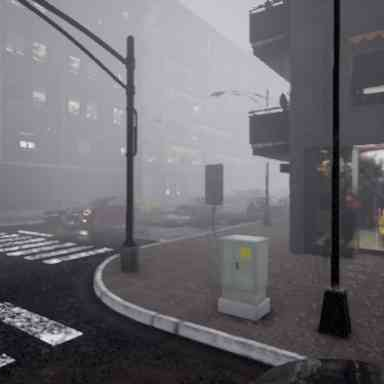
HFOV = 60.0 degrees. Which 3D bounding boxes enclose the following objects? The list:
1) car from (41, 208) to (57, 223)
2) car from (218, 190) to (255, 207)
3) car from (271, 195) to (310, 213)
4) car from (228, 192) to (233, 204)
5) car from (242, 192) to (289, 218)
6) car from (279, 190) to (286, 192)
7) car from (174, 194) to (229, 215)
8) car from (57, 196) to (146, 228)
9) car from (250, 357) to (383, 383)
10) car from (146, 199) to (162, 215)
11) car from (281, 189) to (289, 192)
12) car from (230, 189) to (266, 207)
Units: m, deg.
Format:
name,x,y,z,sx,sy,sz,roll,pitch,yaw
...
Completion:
name,x,y,z,sx,sy,sz,roll,pitch,yaw
car,-7.404,1.247,21.369,2.008,1.369,4.403,1,2,35
car,5.369,0.703,39.608,2.192,1.841,5.009,1,2,35
car,9.021,1.062,30.220,2.008,1.369,4.403,1,2,35
car,2.175,1.009,35.052,1.887,1.381,4.507,1,2,35
car,5.829,1.029,25.656,1.967,1.590,4.097,1,2,35
car,11.655,0.762,48.595,1.752,1.417,4.829,1,2,35
car,0.757,1.111,28.521,2.033,1.411,5.357,0,1,35
car,-5.254,1.062,19.904,2.097,1.767,4.553,0,1,34
car,2.135,1.557,1.348,4.403,1.369,2.008,0,0,36
car,-4.308,1.146,25.790,1.752,1.417,4.829,1,2,35
car,14.947,0.474,53.290,2.192,1.841,5.009,1,2,35
car,6.857,0.638,37.224,2.150,2.045,5.566,0,1,35
